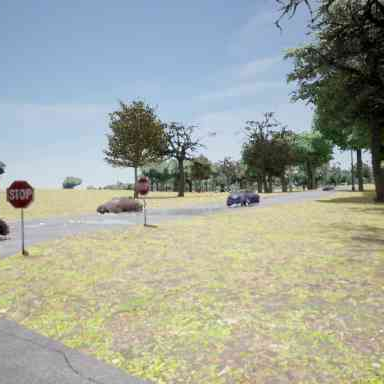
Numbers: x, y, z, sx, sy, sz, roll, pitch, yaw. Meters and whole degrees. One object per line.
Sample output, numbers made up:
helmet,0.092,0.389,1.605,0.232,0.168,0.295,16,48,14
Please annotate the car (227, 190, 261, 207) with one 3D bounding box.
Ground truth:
car,5.366,0.536,34.123,2.097,1.767,4.553,-3,0,34

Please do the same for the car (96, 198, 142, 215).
car,-6.357,1.232,29.357,1.994,1.385,4.181,-3,0,34

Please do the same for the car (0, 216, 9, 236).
car,-9.455,1.225,12.413,2.097,1.767,4.553,-1,4,35

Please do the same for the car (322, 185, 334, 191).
car,33.363,-0.953,81.046,1.895,1.301,4.718,-3,0,32
